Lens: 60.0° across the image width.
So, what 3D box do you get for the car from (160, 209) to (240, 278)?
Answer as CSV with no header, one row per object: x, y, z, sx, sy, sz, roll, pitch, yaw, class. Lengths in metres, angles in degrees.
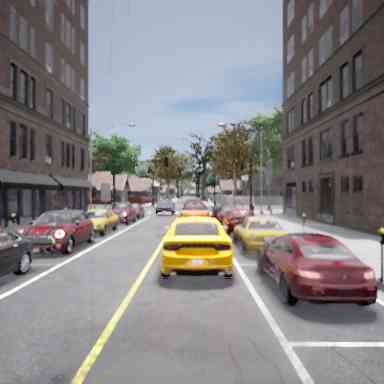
0.129,1.506,10.316,1.882,1.535,5.008,0,0,0,car

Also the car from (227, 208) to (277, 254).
2.675,1.564,13.492,1.752,1.417,4.829,0,0,0,car

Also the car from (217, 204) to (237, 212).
2.693,1.600,18.840,1.887,1.381,4.507,0,0,0,car

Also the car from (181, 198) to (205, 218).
0.101,1.448,31.564,2.097,1.767,4.553,0,0,0,car

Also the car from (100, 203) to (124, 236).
-5.332,1.580,18.695,1.752,1.417,4.829,0,0,0,car

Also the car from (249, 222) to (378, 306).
2.656,1.603,7.803,1.802,1.307,4.206,0,0,0,car

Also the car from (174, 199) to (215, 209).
0.166,1.417,21.732,2.097,1.767,4.553,0,0,0,car

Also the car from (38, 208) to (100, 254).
-5.351,1.478,13.347,1.967,1.590,4.097,0,0,0,car

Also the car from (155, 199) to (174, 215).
-2.642,1.450,33.970,2.033,1.411,5.357,0,0,0,car

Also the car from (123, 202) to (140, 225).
-5.313,1.513,24.384,1.967,1.590,4.097,0,0,0,car

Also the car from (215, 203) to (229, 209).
2.712,1.655,24.358,1.802,1.307,4.206,0,0,0,car

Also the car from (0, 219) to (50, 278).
-5.369,1.572,7.827,2.008,1.369,4.403,0,0,0,car

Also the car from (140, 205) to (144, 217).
-5.294,1.673,29.903,1.802,1.307,4.206,0,0,0,car

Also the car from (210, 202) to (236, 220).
2.731,1.656,29.877,1.947,1.339,4.313,0,0,0,car
